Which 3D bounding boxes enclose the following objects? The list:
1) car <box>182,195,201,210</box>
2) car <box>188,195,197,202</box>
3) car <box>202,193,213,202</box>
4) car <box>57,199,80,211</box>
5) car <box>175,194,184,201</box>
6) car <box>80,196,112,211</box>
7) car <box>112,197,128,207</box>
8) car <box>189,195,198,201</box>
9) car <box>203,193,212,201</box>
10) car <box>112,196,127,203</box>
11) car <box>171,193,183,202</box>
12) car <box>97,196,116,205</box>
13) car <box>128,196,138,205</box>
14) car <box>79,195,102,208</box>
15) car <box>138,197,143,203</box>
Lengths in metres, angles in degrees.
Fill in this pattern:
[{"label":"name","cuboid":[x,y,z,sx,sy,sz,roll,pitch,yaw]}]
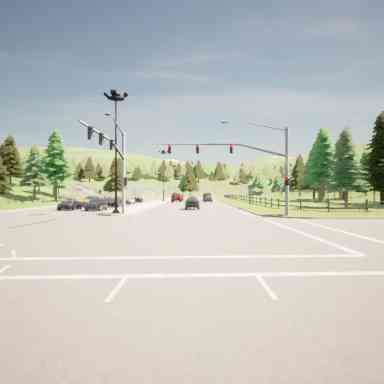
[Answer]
[{"label":"car","cuboid":[0.029,1.504,43.173,1.837,1.490,4.892,0,0,0]},{"label":"car","cuboid":[0.091,1.475,74.192,1.882,1.535,5.008,0,0,1]},{"label":"car","cuboid":[3.587,1.536,73.774,2.033,1.411,5.357,0,0,1]},{"label":"car","cuboid":[-15.060,1.564,41.207,1.994,1.385,4.181,0,0,1]},{"label":"car","cuboid":[-3.183,1.419,84.557,1.882,1.535,5.008,0,0,2]},{"label":"car","cuboid":[-11.572,1.505,40.374,1.837,1.490,4.892,0,0,0]},{"label":"car","cuboid":[-11.564,1.547,50.112,2.033,1.411,5.357,0,0,0]},{"label":"car","cuboid":[0.316,1.466,84.463,2.128,1.511,4.902,0,0,2]},{"label":"car","cuboid":[3.815,1.166,84.398,2.150,2.045,5.566,0,0,2]},{"label":"car","cuboid":[-14.950,1.595,68.736,1.895,1.301,4.718,0,0,0]},{"label":"car","cuboid":[-3.413,1.220,73.812,2.150,2.045,5.566,0,0,1]},{"label":"car","cuboid":[-15.032,1.491,58.593,2.128,1.511,4.902,0,0,0]},{"label":"car","cuboid":[-11.537,1.601,59.696,1.895,1.301,4.718,0,0,1]},{"label":"car","cuboid":[-15.060,1.352,49.714,2.097,1.767,4.553,0,0,0]},{"label":"car","cuboid":[-11.449,1.595,69.889,1.895,1.301,4.718,0,0,0]}]
